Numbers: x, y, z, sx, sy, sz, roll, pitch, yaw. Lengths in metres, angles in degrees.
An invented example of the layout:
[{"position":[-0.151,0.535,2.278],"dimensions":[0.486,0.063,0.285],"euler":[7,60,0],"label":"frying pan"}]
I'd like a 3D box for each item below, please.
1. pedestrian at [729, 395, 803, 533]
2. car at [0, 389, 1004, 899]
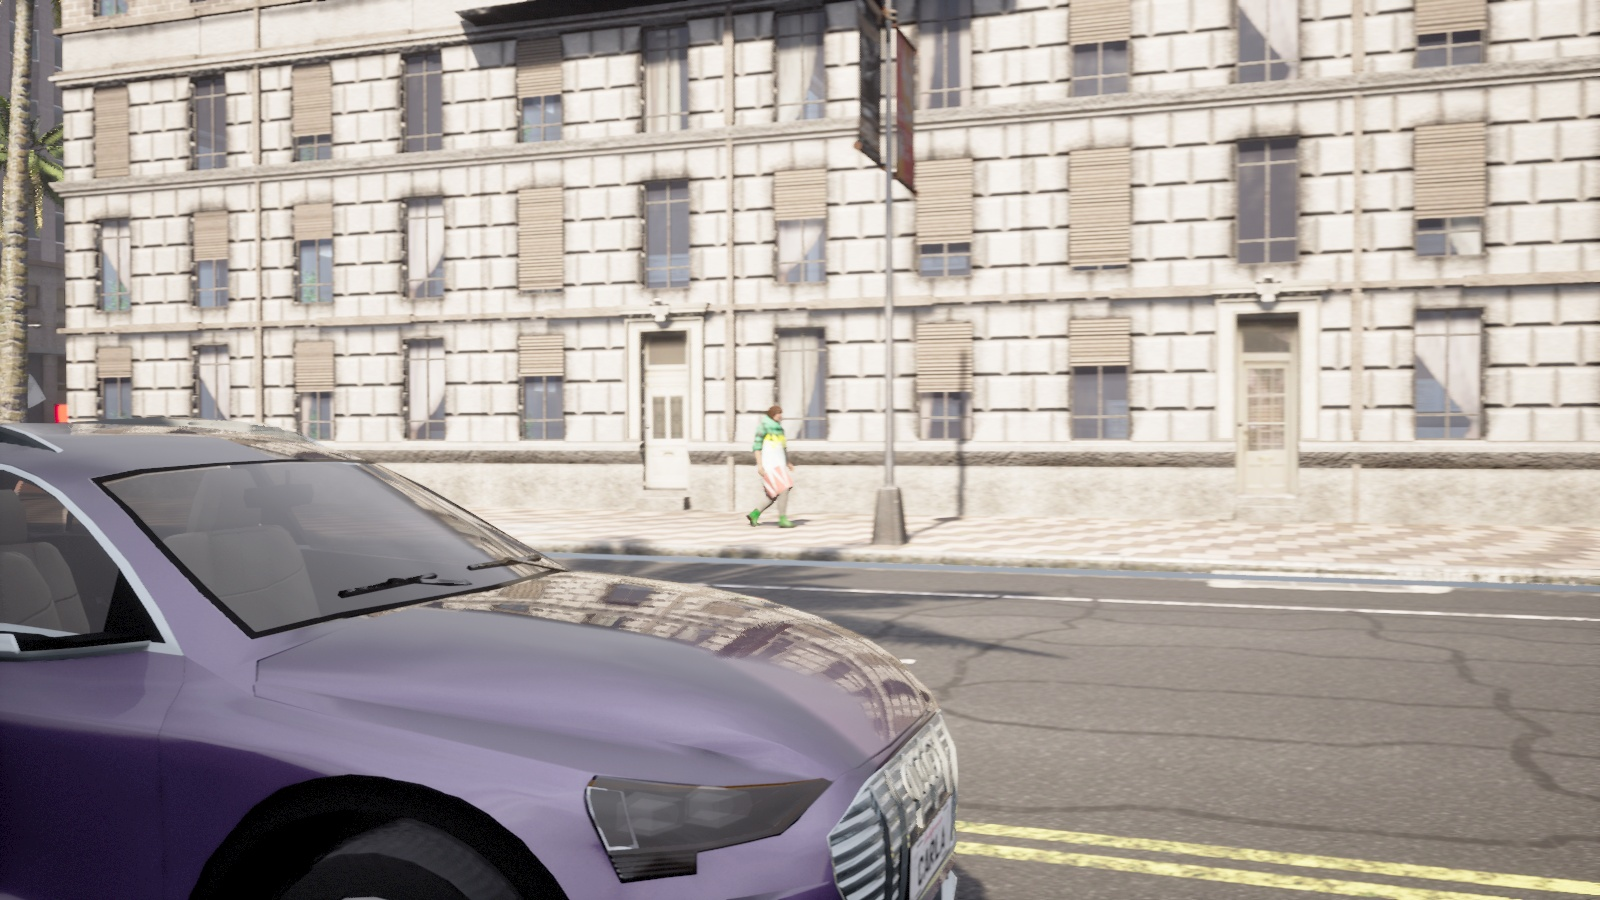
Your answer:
[{"position":[-0.495,0.187,18.223],"dimensions":[0.873,1.952,0.659],"euler":[1,1,23],"label":"pedestrian"},{"position":[-1.975,0.686,3.857],"dimensions":[4.856,1.649,2.033],"euler":[1,1,19],"label":"car"}]
